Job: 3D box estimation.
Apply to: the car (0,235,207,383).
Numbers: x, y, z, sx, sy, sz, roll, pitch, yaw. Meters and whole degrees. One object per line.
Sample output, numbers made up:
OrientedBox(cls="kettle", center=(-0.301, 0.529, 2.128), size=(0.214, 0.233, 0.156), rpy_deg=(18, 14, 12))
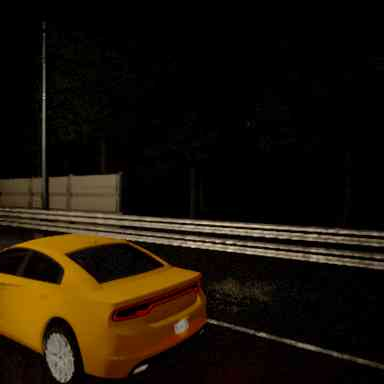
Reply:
OrientedBox(cls="car", center=(-2.139, 1.446, 5.399), size=(5.008, 1.535, 1.882), rpy_deg=(0, 0, 36))
